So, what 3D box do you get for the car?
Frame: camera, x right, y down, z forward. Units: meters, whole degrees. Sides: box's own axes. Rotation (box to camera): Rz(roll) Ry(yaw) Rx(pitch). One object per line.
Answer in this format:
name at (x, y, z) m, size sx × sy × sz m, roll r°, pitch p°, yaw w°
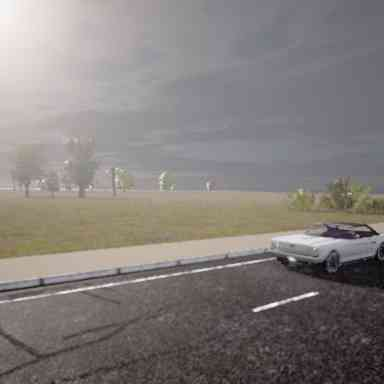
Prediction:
car at (4.733, 1.680, 11.052) m, size 4.718 × 1.301 × 1.895 m, roll 1°, pitch 0°, yaw -35°
